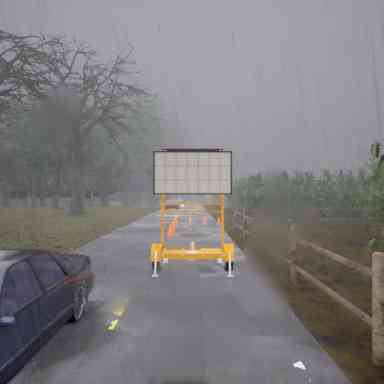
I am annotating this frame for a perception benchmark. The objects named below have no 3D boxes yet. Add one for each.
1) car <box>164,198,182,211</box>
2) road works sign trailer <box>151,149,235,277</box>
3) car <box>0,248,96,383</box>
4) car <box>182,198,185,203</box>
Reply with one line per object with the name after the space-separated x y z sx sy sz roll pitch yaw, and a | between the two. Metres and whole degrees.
-2.746 1.700 45.539 1.882 1.535 5.008 0 0 0 | car
0.023 0.478 10.272 2.380 3.560 2.880 0 0 0 | road works sign trailer
-2.839 1.552 4.443 2.033 1.411 5.357 0 0 0 | car
-2.581 2.090 74.765 2.128 1.511 4.902 0 -1 0 | car
